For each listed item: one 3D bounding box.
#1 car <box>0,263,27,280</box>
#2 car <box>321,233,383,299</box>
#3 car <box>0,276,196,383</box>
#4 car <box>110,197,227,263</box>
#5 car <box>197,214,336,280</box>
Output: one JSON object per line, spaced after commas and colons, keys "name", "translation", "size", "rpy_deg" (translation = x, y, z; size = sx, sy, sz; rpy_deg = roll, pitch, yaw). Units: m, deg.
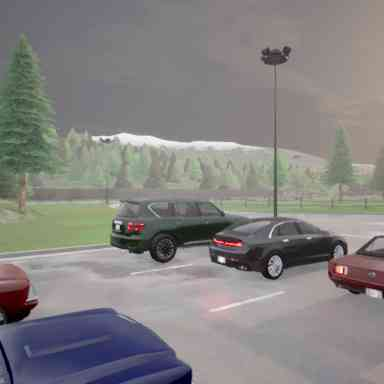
{"name": "car", "translation": [-4.790, 1.601, 4.632], "size": [4.718, 1.301, 1.895], "rpy_deg": [0, 0, -35]}
{"name": "car", "translation": [5.207, 1.599, 7.466], "size": [4.718, 1.301, 1.895], "rpy_deg": [0, 0, -35]}
{"name": "car", "translation": [-2.246, 1.601, 2.145], "size": [4.718, 1.301, 1.895], "rpy_deg": [0, 0, -35]}
{"name": "car", "translation": [-0.191, 1.220, 12.230], "size": [5.566, 2.045, 2.150], "rpy_deg": [0, 0, -35]}
{"name": "car", "translation": [2.745, 1.503, 10.015], "size": [4.892, 1.490, 1.837], "rpy_deg": [0, 0, -35]}
